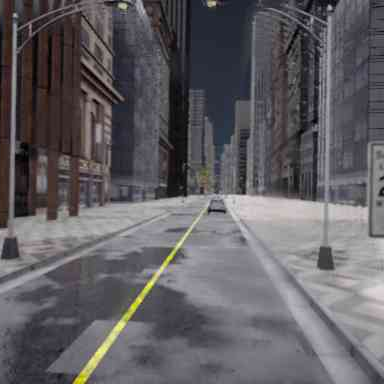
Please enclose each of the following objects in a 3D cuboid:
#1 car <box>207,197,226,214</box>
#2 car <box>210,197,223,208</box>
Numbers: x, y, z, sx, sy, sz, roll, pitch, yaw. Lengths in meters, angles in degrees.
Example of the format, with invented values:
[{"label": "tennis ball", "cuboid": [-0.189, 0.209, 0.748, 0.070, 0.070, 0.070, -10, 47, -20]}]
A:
[{"label": "car", "cuboid": [2.723, 1.573, 36.155, 1.994, 1.385, 4.181, 1, 0, 5]}, {"label": "car", "cuboid": [3.668, 1.515, 48.922, 1.837, 1.490, 4.892, 1, 0, 5]}]
